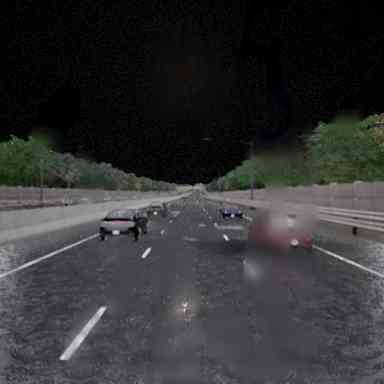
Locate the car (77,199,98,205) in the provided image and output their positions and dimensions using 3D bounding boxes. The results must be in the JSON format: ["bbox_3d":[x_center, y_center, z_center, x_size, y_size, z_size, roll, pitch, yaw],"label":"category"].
[{"bbox_3d":[-17.522,1.969,56.831,1.994,1.385,4.181,0,0,1],"label":"car"}]

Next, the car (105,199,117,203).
[{"bbox_3d":[-14.015,1.979,58.068,1.994,1.385,4.181,0,0,1],"label":"car"}]

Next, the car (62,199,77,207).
[{"bbox_3d":[-21.012,1.976,57.790,1.994,1.385,4.181,0,0,1],"label":"car"}]

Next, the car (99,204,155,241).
[{"bbox_3d":[-3.394,1.609,17.291,2.128,1.511,4.902,0,0,0],"label":"car"}]

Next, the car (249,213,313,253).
[{"bbox_3d":[3.604,1.621,14.031,1.812,1.442,4.674,0,0,0],"label":"car"}]

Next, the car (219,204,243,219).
[{"bbox_3d":[3.611,1.820,31.695,1.895,1.301,4.718,0,0,0],"label":"car"}]

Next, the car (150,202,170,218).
[{"bbox_3d":[-3.389,1.734,33.200,1.837,1.490,4.892,0,0,0],"label":"car"}]
